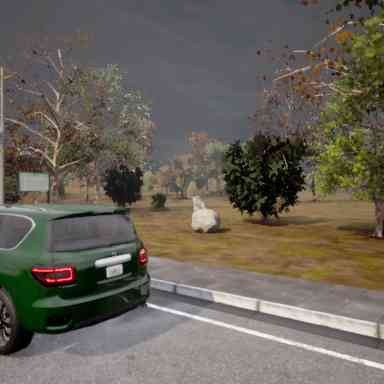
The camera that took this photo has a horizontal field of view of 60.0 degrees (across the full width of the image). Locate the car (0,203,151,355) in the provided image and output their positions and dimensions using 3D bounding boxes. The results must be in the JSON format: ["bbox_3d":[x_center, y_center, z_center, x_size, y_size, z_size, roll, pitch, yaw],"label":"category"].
[{"bbox_3d":[-3.298,1.221,6.321,5.566,2.045,2.150,0,0,35],"label":"car"}]
